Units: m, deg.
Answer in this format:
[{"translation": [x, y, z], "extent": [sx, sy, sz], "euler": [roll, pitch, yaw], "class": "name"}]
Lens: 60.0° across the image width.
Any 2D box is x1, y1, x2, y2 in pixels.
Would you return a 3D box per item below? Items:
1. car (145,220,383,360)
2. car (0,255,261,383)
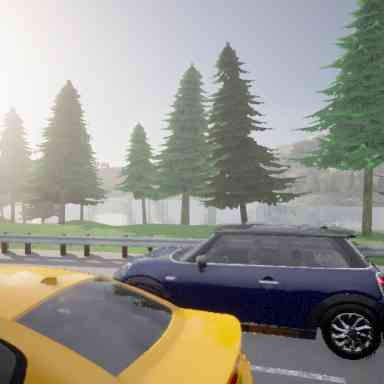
[{"translation": [0.842, 1.351, 5.830], "extent": [4.553, 1.767, 2.097], "euler": [0, 0, 16], "class": "car"}, {"translation": [-1.996, 1.477, 2.992], "extent": [5.008, 1.535, 1.882], "euler": [0, 0, 14], "class": "car"}]
